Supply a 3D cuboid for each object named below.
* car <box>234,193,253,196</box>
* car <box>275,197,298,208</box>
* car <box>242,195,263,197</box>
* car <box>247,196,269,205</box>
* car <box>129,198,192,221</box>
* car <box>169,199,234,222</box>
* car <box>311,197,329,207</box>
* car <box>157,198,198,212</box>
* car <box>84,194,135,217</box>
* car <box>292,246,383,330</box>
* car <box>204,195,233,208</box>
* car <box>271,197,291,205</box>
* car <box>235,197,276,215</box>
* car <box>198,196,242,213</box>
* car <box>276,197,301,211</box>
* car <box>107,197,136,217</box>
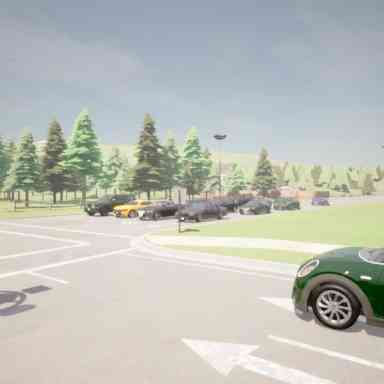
[{"bbox_3d":[6.916,1.222,46.421,2.150,2.045,5.566,0,0,36],"label":"car"},{"bbox_3d":[14.532,1.526,50.839,1.812,1.442,4.674,0,0,37],"label":"car"},{"bbox_3d":[8.639,1.491,42.848,2.128,1.511,4.902,0,0,36],"label":"car"},{"bbox_3d":[11.679,1.477,58.724,1.882,1.535,5.008,0,0,37],"label":"car"},{"bbox_3d":[-2.504,1.491,27.666,2.128,1.511,4.902,0,0,36],"label":"car"},{"bbox_3d":[0.884,1.547,26.366,2.033,1.411,5.357,0,0,36],"label":"car"},{"bbox_3d":[20.366,1.525,52.811,1.812,1.442,4.674,0,0,37],"label":"car"},{"bbox_3d":[-1.706,1.547,40.585,2.033,1.411,5.357,0,0,36],"label":"car"},{"bbox_3d":[-7.726,1.221,32.379,2.150,2.045,5.566,0,0,36],"label":"car"},{"bbox_3d":[4.032,1.352,5.414,4.553,1.767,2.097,0,0,35],"label":"car"},{"bbox_3d":[3.932,1.352,48.259,2.097,1.767,4.553,0,0,36],"label":"car"},{"bbox_3d":[15.581,1.564,58.107,1.994,1.385,4.181,0,0,37],"label":"car"},{"bbox_3d":[6.564,1.526,34.090,1.812,1.442,4.674,0,0,36],"label":"car"},{"bbox_3d":[3.057,1.478,35.245,1.882,1.535,5.008,0,0,36],"label":"car"},{"bbox_3d":[11.794,1.352,41.227,2.097,1.767,4.553,0,0,36],"label":"car"},{"bbox_3d":[-4.893,1.478,30.324,1.882,1.535,5.008,0,0,36],"label":"car"}]
